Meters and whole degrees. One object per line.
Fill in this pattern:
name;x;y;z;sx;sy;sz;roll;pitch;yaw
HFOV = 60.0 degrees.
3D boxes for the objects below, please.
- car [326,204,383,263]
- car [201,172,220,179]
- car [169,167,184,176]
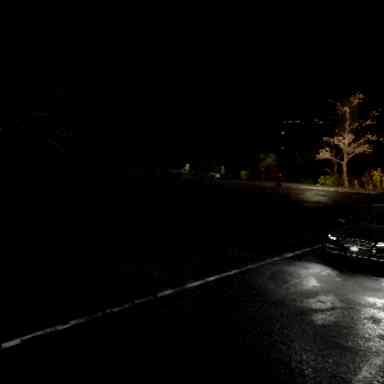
car;5.804;1.159;10.151;1.837;1.490;4.892;4;4;44
car;4.066;-3.701;73.611;4.674;1.442;1.812;7;5;44
car;-3.081;-4.952;80.560;5.566;2.045;2.150;7;5;44
